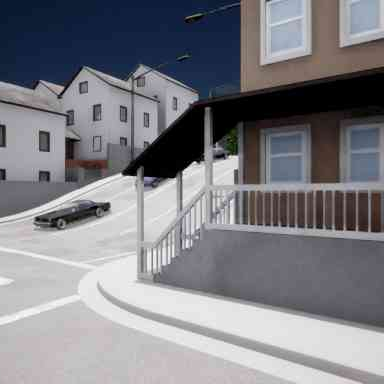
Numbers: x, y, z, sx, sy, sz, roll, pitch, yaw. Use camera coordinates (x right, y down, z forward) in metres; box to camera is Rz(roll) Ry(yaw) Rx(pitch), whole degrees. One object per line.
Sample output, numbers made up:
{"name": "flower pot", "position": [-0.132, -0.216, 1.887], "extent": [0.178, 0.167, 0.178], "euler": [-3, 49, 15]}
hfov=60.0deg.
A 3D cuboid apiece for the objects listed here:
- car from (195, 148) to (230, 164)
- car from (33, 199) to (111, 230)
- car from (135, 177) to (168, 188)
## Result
{"name": "car", "position": [2.171, -3.891, 35.295], "extent": [1.895, 1.301, 4.718], "euler": [0, 12, 36]}
{"name": "car", "position": [-7.527, 1.291, 21.124], "extent": [1.895, 1.301, 4.718], "euler": [0, 11, 34]}
{"name": "car", "position": [-2.897, -1.520, 27.920], "extent": [1.812, 1.442, 4.674], "euler": [-1, 19, 33]}
